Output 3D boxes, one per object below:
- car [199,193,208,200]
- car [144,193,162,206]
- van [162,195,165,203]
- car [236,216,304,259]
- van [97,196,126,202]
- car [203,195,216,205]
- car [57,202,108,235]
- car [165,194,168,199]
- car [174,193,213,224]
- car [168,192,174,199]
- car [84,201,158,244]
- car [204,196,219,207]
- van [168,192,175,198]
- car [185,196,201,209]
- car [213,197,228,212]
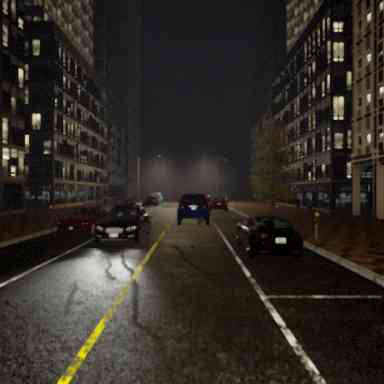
[{"bbox_3d":[2.688,0.960,80.467,1.967,1.590,4.097,0,0,0],"label":"car"},{"bbox_3d":[-5.690,1.171,46.330,1.967,1.590,4.097,0,0,0],"label":"car"},{"bbox_3d":[-5.690,1.037,52.022,1.690,1.788,3.998,0,0,0],"label":"van"},{"bbox_3d":[2.692,1.497,12.166,1.947,1.339,4.313,0,0,0],"label":"car"},{"bbox_3d":[-5.688,1.207,23.562,1.690,1.788,3.998,0,0,0],"label":"van"},{"bbox_3d":[2.689,1.220,52.179,1.752,1.417,4.829,0,0,0],"label":"car"},{"bbox_3d":[-5.689,1.444,17.870,1.887,1.381,4.507,0,0,0],"label":"car"},{"bbox_3d":[-5.692,1.227,57.716,1.947,1.339,4.313,0,0,0],"label":"car"},{"bbox_3d":[0.097,1.090,23.495,2.150,2.045,5.566,0,1,0],"label":"car"},{"bbox_3d":[-5.693,1.046,80.312,1.752,1.417,4.829,0,0,0],"label":"car"},{"bbox_3d":[-3.019,1.406,15.352,2.128,1.511,4.902,0,0,0],"label":"car"},{"bbox_3d":[2.689,1.313,46.317,1.802,1.307,4.206,0,0,0],"label":"car"},{"bbox_3d":[-5.693,0.789,91.866,1.690,1.788,3.998,0,0,0],"label":"van"},{"bbox_3d":[0.095,1.267,41.537,1.837,1.490,4.892,0,1,0],"label":"car"},{"bbox_3d":[2.691,1.239,34.932,1.967,1.590,4.097,0,0,0],"label":"car"}]
